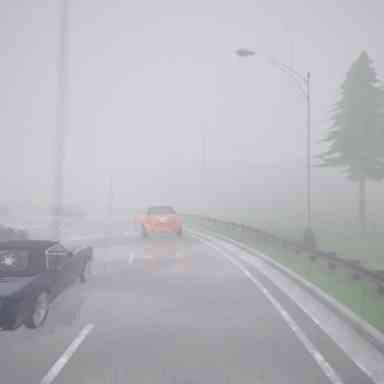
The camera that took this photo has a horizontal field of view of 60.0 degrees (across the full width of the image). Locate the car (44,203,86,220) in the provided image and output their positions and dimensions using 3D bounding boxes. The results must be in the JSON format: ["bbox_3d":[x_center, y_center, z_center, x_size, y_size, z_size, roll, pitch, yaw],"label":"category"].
[{"bbox_3d":[-11.884,1.826,31.592,2.033,1.411,5.357,1,-1,-41],"label":"car"}]

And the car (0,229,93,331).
[{"bbox_3d":[-3.503,1.663,6.943,1.895,1.301,4.718,0,-1,-2],"label":"car"}]

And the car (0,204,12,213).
[{"bbox_3d":[-21.645,1.920,36.181,4.718,1.301,1.895,0,-1,37],"label":"car"}]

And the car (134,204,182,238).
[{"bbox_3d":[-2.102,1.523,19.242,2.097,1.767,4.553,0,0,-17],"label":"car"}]

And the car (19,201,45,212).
[{"bbox_3d":[-20.915,1.866,44.064,5.008,1.535,1.882,-1,-2,32],"label":"car"}]

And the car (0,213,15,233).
[{"bbox_3d":[-7.287,1.647,11.166,2.033,1.411,5.357,0,-1,-7],"label":"car"}]
